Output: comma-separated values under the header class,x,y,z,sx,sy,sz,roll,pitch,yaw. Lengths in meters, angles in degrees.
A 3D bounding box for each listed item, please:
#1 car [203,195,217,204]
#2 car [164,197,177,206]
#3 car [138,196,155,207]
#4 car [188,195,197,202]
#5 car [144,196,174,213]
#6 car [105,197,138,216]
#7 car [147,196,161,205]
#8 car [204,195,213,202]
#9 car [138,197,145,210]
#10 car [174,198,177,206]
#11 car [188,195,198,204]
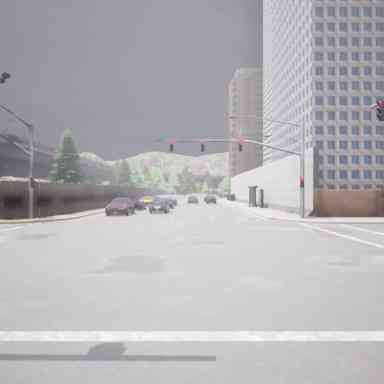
class,x,y,z,sx,sy,sz,roll,pitch,yaw
car,3.703,1.505,64.098,1.837,1.490,4.892,0,0,0
car,-3.488,1.601,55.340,1.895,1.301,4.718,0,0,0
car,-7.005,1.478,51.356,1.882,1.535,5.008,0,0,0
car,0.123,1.478,74.623,1.882,1.535,5.008,0,0,0
car,-3.530,1.492,36.438,2.128,1.511,4.902,0,0,0
car,-7.041,1.352,32.855,2.097,1.767,4.553,0,0,0
car,-6.965,1.478,61.429,1.882,1.535,5.008,0,0,1
car,3.621,1.500,74.494,1.837,1.490,4.892,0,0,0
car,-7.026,1.601,41.840,1.895,1.301,4.718,0,0,0
car,-3.525,1.564,45.358,1.994,1.385,4.181,0,0,-1
car,0.214,1.564,64.675,1.994,1.385,4.181,0,0,-1
